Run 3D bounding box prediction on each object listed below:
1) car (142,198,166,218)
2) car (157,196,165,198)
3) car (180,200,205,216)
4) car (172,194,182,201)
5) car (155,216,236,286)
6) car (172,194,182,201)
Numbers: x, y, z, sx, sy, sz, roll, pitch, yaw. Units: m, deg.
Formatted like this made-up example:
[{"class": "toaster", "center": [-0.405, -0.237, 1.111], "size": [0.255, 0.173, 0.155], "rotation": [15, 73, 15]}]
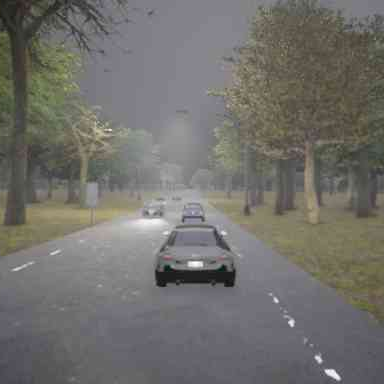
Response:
[{"class": "car", "center": [-3.617, 1.610, 32.023], "size": [2.128, 1.511, 4.902], "rotation": [0, 0, 0]}, {"class": "car", "center": [-6.778, 1.455, 73.463], "size": [1.895, 1.301, 4.718], "rotation": [0, 1, -5]}, {"class": "car", "center": [0.107, 1.666, 28.319], "size": [2.033, 1.411, 5.357], "rotation": [0, 0, 0]}, {"class": "car", "center": [-3.331, 1.290, 71.690], "size": [1.994, 1.385, 4.181], "rotation": [0, 1, -2]}, {"class": "car", "center": [0.088, 1.628, 9.607], "size": [1.994, 1.385, 4.181], "rotation": [0, 0, 0]}, {"class": "car", "center": [-3.466, 1.221, 79.213], "size": [2.128, 1.511, 4.902], "rotation": [0, 1, 0]}]
